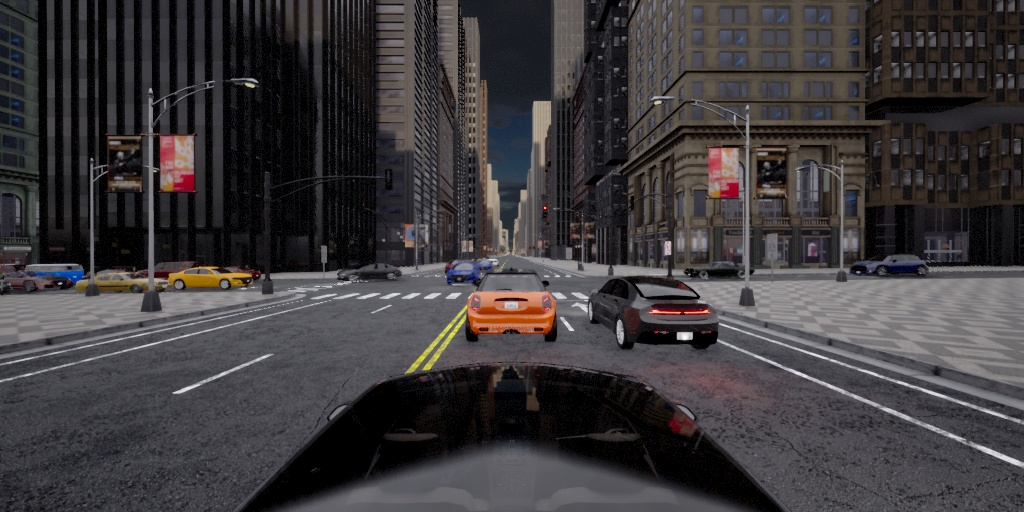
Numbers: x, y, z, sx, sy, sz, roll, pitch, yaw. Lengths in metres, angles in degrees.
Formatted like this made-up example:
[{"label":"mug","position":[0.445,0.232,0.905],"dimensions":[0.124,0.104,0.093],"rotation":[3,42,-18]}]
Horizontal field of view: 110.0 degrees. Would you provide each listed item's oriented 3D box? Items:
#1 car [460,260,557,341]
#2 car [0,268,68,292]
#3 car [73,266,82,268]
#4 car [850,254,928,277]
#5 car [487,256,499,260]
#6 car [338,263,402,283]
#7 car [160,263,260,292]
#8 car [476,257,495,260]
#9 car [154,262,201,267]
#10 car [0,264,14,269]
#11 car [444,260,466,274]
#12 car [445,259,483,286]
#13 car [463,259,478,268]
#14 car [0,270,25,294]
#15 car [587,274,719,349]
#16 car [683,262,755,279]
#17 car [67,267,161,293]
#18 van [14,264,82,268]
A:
[{"label":"car","position":[-0.008,1.101,10.003],"dimensions":[2.097,1.767,4.553],"rotation":[0,0,0]},{"label":"car","position":[-33.306,1.748,24.843],"dimensions":[4.181,1.385,1.994],"rotation":[-1,0,0]},{"label":"car","position":[-34.220,1.754,30.719],"dimensions":[4.207,1.307,1.802],"rotation":[0,0,0]},{"label":"car","position":[29.382,0.675,28.096],"dimensions":[4.553,1.767,2.097],"rotation":[-1,0,0]},{"label":"car","position":[-3.474,0.938,63.048],"dimensions":[2.150,2.045,5.566],"rotation":[0,0,0]},{"label":"car","position":[-11.460,1.316,29.127],"dimensions":[4.892,1.490,1.837],"rotation":[-1,2,-36]},{"label":"car","position":[-20.785,1.491,24.843],"dimensions":[5.008,1.535,1.882],"rotation":[-1,0,0]},{"label":"car","position":[-3.458,1.210,44.449],"dimensions":[1.882,1.535,5.008],"rotation":[0,0,0]},{"label":"car","position":[-29.133,1.418,30.715],"dimensions":[5.009,1.841,2.192],"rotation":[0,0,0]},{"label":"car","position":[-44.394,1.625,30.727],"dimensions":[5.009,1.841,2.192],"rotation":[0,0,0]},{"label":"car","position":[-6.713,1.212,42.643],"dimensions":[1.882,1.535,5.008],"rotation":[0,0,0]},{"label":"car","position":[-3.422,1.214,25.724],"dimensions":[1.882,1.535,5.008],"rotation":[-1,0,0]},{"label":"car","position":[-6.732,1.284,58.859],"dimensions":[1.994,1.385,4.181],"rotation":[0,0,0]},{"label":"car","position":[-33.825,1.753,22.180],"dimensions":[4.403,1.370,2.007],"rotation":[0,0,0]},{"label":"car","position":[3.234,1.254,9.143],"dimensions":[1.837,1.490,4.892],"rotation":[0,0,0]},{"label":"car","position":[16.088,1.102,28.086],"dimensions":[4.718,1.301,1.895],"rotation":[-1,0,0]},{"label":"car","position":[-23.883,1.595,22.183],"dimensions":[4.829,1.417,1.751],"rotation":[0,0,0]},{"label":"van","position":[-39.307,1.582,30.723],"dimensions":[3.998,1.789,1.690],"rotation":[0,0,0]}]
